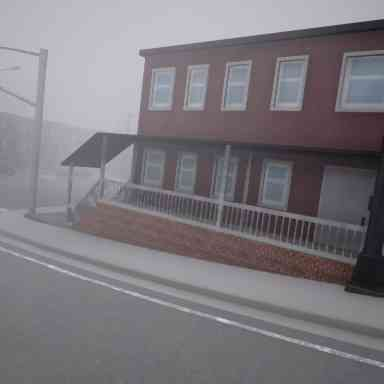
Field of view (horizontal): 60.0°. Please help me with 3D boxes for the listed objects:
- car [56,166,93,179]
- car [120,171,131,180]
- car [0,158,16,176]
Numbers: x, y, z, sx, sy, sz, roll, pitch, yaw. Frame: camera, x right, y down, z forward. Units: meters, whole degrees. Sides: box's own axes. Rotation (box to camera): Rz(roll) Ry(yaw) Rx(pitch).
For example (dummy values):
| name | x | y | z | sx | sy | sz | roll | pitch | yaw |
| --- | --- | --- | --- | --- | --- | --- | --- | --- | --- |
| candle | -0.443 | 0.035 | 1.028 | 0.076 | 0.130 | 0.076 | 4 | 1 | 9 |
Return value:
| name | x | y | z | sx | sy | sz | roll | pitch | yaw |
| --- | --- | --- | --- | --- | --- | --- | --- | --- | --- |
| car | -14.464 | -2.482 | 41.309 | 1.812 | 1.442 | 4.674 | 10 | 6 | 35 |
| car | -8.537 | -2.477 | 49.499 | 1.812 | 1.442 | 4.674 | 10 | 6 | 36 |
| car | -20.270 | -2.662 | 33.270 | 2.097 | 1.767 | 4.553 | 10 | 6 | 36 |
